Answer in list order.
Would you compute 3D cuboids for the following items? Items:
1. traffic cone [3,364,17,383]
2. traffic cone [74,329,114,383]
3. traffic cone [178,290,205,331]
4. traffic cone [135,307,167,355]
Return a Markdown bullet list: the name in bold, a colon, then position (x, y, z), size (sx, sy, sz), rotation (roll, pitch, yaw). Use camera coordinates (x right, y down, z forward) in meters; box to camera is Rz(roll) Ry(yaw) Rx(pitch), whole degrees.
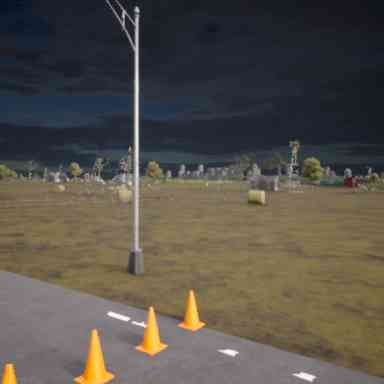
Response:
- **traffic cone**: position (-1.761, 1.959, 3.207), size (0.340, 0.580, 0.340), rotation (0, 0, 36)
- **traffic cone**: position (-1.178, 1.962, 4.019), size (0.340, 0.580, 0.340), rotation (0, 0, 36)
- **traffic cone**: position (-0.013, 1.968, 5.642), size (0.340, 0.580, 0.340), rotation (0, 0, 36)
- **traffic cone**: position (-0.595, 1.965, 4.831), size (0.340, 0.580, 0.340), rotation (0, 0, 36)
